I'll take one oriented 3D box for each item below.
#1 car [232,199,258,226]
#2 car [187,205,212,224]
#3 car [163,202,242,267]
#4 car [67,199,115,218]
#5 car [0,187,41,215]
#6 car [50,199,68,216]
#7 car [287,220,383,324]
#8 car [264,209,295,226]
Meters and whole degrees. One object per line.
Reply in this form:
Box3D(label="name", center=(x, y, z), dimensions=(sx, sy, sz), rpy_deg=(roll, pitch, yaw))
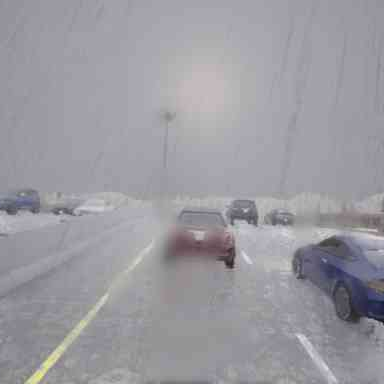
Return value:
Box3D(label="car", center=(4.109, 1.708, 27.764), dimensions=(2.150, 2.045, 5.566), rpy_deg=(3, -3, 1))
Box3D(label="car", center=(0.623, 1.954, 29.214), dimensions=(1.994, 1.385, 4.181), rpy_deg=(3, -3, 1))
Box3D(label="car", center=(0.275, 1.286, 11.478), dimensions=(2.097, 1.767, 4.553), rpy_deg=(3, 0, 1))
Box3D(label="car", center=(-6.668, 1.243, 23.207), dimensions=(1.812, 1.442, 4.674), rpy_deg=(3, -2, 1))
Box3D(label="car", center=(-13.599, 0.659, 25.381), dimensions=(2.150, 2.045, 5.566), rpy_deg=(3, -2, 1))
Box3D(label="car", center=(-10.047, 1.328, 28.375), dimensions=(2.033, 1.411, 5.357), rpy_deg=(3, -3, 2))
Box3D(label="car", center=(3.671, 1.662, 7.295), dimensions=(1.812, 1.442, 4.674), rpy_deg=(3, 0, 1))
Box3D(label="car", center=(7.618, 2.250, 29.211), dimensions=(2.128, 1.511, 4.902), rpy_deg=(3, -4, 1))
